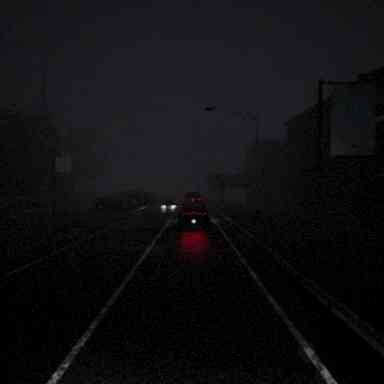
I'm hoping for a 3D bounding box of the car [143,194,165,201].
[{"bbox_3d":[-8.863,1.284,77.558,5.008,1.535,2.097,0,0,0],"label":"car"}]

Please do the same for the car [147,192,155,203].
[{"bbox_3d":[-8.868,0.946,49.527,5.566,2.045,2.435,0,0,0],"label":"car"}]

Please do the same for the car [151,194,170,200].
[{"bbox_3d":[-8.884,1.384,94.374,5.008,1.535,2.097,0,0,0],"label":"car"}]

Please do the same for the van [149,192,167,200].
[{"bbox_3d":[-8.762,1.108,85.966,4.442,1.987,1.878,0,0,0],"label":"van"}]

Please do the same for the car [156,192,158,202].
[{"bbox_3d":[-8.838,1.219,57.936,4.892,1.521,2.231,0,0,0],"label":"car"}]

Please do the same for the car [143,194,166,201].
[{"bbox_3d":[-9.057,1.297,80.358,5.366,1.575,1.946,0,0,0],"label":"car"}]

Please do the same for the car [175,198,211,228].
[{"bbox_3d":[0.101,1.355,20.812,1.837,1.490,4.892,0,0,0],"label":"car"}]

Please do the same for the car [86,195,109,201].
[{"bbox_3d":[-21.945,1.324,77.210,4.674,1.452,2.002,0,0,0],"label":"car"}]

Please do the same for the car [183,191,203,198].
[{"bbox_3d":[0.104,0.947,39.640,2.150,2.045,5.566,0,1,0],"label":"car"}]

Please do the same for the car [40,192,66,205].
[{"bbox_3d":[-21.889,1.072,49.486,4.553,1.767,2.185,0,0,0],"label":"car"}]

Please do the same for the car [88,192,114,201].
[{"bbox_3d":[-21.922,1.048,80.119,5.566,2.045,2.435,0,0,0],"label":"car"}]

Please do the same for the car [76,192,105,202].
[{"bbox_3d":[-21.912,1.008,71.764,5.566,2.045,2.435,0,0,0],"label":"car"}]

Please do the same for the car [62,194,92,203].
[{"bbox_3d":[-21.924,1.234,63.410,5.008,1.535,2.097,0,0,0],"label":"car"}]

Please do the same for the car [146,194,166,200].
[{"bbox_3d":[-8.904,1.346,83.161,4.792,1.488,2.163,0,0,0],"label":"car"}]

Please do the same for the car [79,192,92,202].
[{"bbox_3d":[-21.741,1.223,60.624,5.366,1.575,1.946,0,0,0],"label":"car"}]

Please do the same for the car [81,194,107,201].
[{"bbox_3d":[-21.938,1.272,74.549,5.008,1.535,2.097,0,0,0],"label":"car"}]

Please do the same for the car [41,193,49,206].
[{"bbox_3d":[-21.923,1.235,43.917,4.674,1.452,2.002,0,0,0],"label":"car"}]

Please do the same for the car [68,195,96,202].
[{"bbox_3d":[-21.904,1.272,66.195,4.792,1.488,2.163,0,0,0],"label":"car"}]

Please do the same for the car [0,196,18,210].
[{"bbox_3d":[-21.921,1.215,35.562,5.008,1.535,2.097,0,0,0],"label":"car"}]

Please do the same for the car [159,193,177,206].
[{"bbox_3d":[-3.246,1.275,48.878,2.033,1.411,5.357,0,0,0],"label":"car"}]

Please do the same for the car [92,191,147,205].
[{"bbox_3d":[-8.871,0.946,41.117,5.566,2.045,2.435,0,0,0],"label":"car"}]

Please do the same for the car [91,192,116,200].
[{"bbox_3d":[-21.926,1.064,82.781,5.566,2.045,2.435,0,0,0],"label":"car"}]

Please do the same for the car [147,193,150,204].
[{"bbox_3d":[-8.846,1.194,46.721,4.892,1.521,2.231,0,0,0],"label":"car"}]

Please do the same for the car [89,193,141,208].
[{"bbox_3d":[-8.838,1.206,38.316,4.892,1.521,2.231,0,0,0],"label":"car"}]

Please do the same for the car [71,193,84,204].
[{"bbox_3d":[-21.921,1.258,57.838,4.674,1.452,2.002,0,0,0],"label":"car"}]

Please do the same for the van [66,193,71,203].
[{"bbox_3d":[-22.036,0.976,52.267,4.442,1.987,1.878,0,0,0],"label":"van"}]

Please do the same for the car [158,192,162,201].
[{"bbox_3d":[-8.845,1.233,63.542,5.008,1.535,2.097,0,0,0],"label":"car"}]

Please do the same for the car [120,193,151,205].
[{"bbox_3d":[-8.809,1.076,52.328,4.553,1.767,2.185,0,0,0],"label":"car"}]

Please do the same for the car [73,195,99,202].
[{"bbox_3d":[-21.965,1.279,68.980,4.792,1.488,2.163,0,0,0],"label":"car"}]

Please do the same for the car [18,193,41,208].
[{"bbox_3d":[-21.927,1.198,41.130,5.008,1.535,2.097,0,0,0],"label":"car"}]
